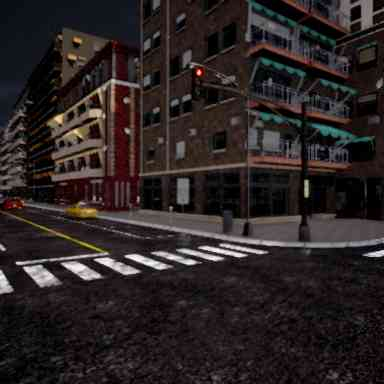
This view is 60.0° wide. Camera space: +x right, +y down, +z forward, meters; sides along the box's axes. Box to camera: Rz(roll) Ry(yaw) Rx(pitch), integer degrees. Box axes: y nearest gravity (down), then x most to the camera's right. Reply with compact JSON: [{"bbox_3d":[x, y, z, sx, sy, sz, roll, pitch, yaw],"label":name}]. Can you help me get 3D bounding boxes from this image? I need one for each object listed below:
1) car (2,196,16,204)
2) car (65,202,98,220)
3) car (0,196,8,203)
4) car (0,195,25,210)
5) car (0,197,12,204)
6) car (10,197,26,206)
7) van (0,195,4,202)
[{"bbox_3d":[-35.807,1.569,65.077,1.967,1.590,4.097,0,0,-36],"label":"car"},{"bbox_3d":[-9.505,1.569,28.393,1.752,1.417,4.829,0,0,-36],"label":"car"},{"bbox_3d":[-42.506,1.694,74.420,1.752,1.417,4.829,0,0,-36],"label":"car"},{"bbox_3d":[-23.485,1.545,43.452,1.882,1.535,5.008,0,0,-36],"label":"car"},{"bbox_3d":[-39.106,1.714,69.678,1.947,1.339,4.313,0,0,-36],"label":"car"},{"bbox_3d":[-29.307,1.625,56.010,1.752,1.417,4.829,0,0,-36],"label":"car"},{"bbox_3d":[-45.707,1.529,78.885,1.690,1.788,3.998,0,0,-36],"label":"van"}]
